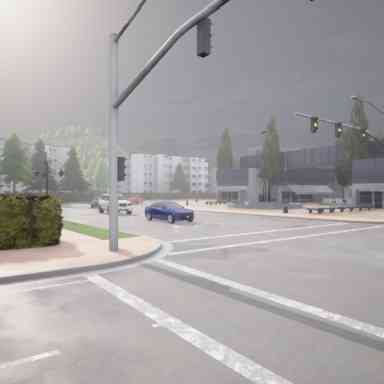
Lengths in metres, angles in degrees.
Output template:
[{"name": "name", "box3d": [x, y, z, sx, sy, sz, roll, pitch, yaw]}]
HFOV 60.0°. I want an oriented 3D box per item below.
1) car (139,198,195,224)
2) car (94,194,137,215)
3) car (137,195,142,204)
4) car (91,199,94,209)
[{"name": "car", "box3d": [-1.792, 1.478, 25.376, 1.882, 1.535, 5.008, 0, 0, -37]}, {"name": "car", "box3d": [-7.940, 1.221, 34.083, 2.150, 2.045, 5.566, 0, 0, -31]}, {"name": "car", "box3d": [-10.414, 1.352, 61.830, 2.097, 1.767, 4.553, 0, 0, 5]}, {"name": "car", "box3d": [-12.470, 1.352, 44.664, 2.097, 1.767, 4.553, 0, 0, -15]}]
